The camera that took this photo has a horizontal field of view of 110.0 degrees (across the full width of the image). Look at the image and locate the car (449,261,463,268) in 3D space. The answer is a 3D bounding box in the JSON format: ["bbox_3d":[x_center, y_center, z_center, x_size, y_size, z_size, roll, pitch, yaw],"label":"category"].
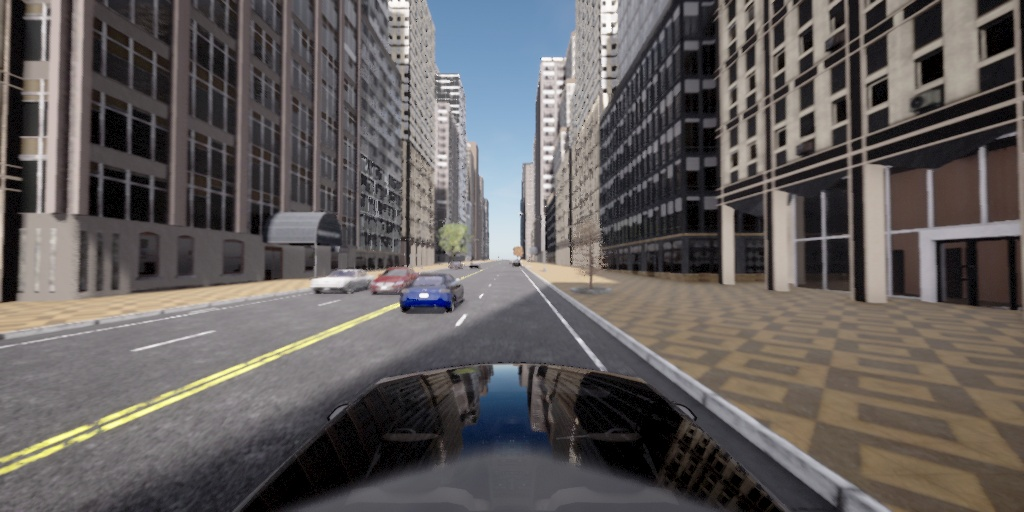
[{"bbox_3d":[-9.719,1.649,62.668,2.033,1.411,5.357,0,0,0],"label":"car"}]

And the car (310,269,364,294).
[{"bbox_3d":[-9.834,1.461,21.252,1.895,1.301,4.718,0,0,0],"label":"car"}]

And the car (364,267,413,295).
[{"bbox_3d":[-6.584,1.383,20.796,1.812,1.442,4.674,0,0,0],"label":"car"}]

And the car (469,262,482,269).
[{"bbox_3d":[-6.471,1.709,62.950,1.895,1.301,4.718,0,0,0],"label":"car"}]

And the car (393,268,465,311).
[{"bbox_3d":[-3.141,1.388,14.809,1.994,1.385,4.181,0,0,0],"label":"car"}]
